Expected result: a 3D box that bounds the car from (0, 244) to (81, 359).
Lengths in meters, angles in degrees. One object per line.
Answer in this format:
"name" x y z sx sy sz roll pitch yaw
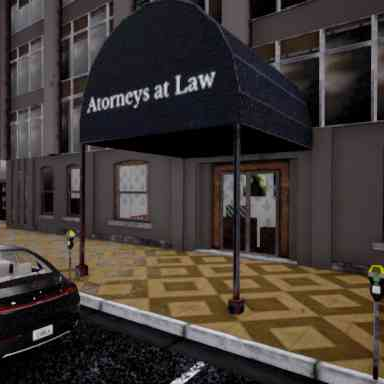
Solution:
"car" -3.666 1.550 5.498 4.403 1.369 2.008 0 0 36
